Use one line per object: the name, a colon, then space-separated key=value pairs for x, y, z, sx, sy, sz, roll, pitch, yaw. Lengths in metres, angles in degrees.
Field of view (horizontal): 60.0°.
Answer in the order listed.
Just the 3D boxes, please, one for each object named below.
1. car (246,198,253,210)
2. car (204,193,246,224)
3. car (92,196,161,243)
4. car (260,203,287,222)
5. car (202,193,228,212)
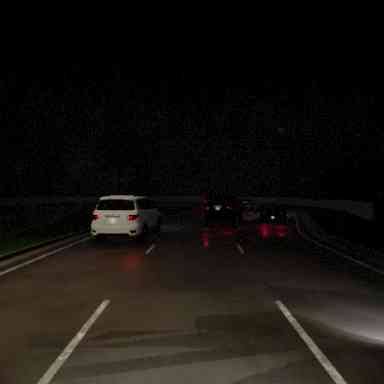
car: x=6.424 y=1.441 z=41.451 sx=2.128 sy=1.511 sz=4.902 roll=0 pitch=0 yaw=3
car: x=2.420 y=1.191 z=24.584 sx=2.150 sy=2.045 sz=5.566 roll=0 pitch=0 yaw=16
car: x=-2.954 y=1.201 z=16.048 sx=2.150 sy=2.045 sz=5.566 roll=0 pitch=0 yaw=5
car: x=6.561 y=1.568 z=26.500 sx=1.895 sy=1.301 sz=4.718 roll=0 pitch=0 yaw=16
car: x=2.804 y=1.173 z=39.306 sx=2.150 sy=2.045 sz=5.566 roll=0 pitch=0 yaw=13
